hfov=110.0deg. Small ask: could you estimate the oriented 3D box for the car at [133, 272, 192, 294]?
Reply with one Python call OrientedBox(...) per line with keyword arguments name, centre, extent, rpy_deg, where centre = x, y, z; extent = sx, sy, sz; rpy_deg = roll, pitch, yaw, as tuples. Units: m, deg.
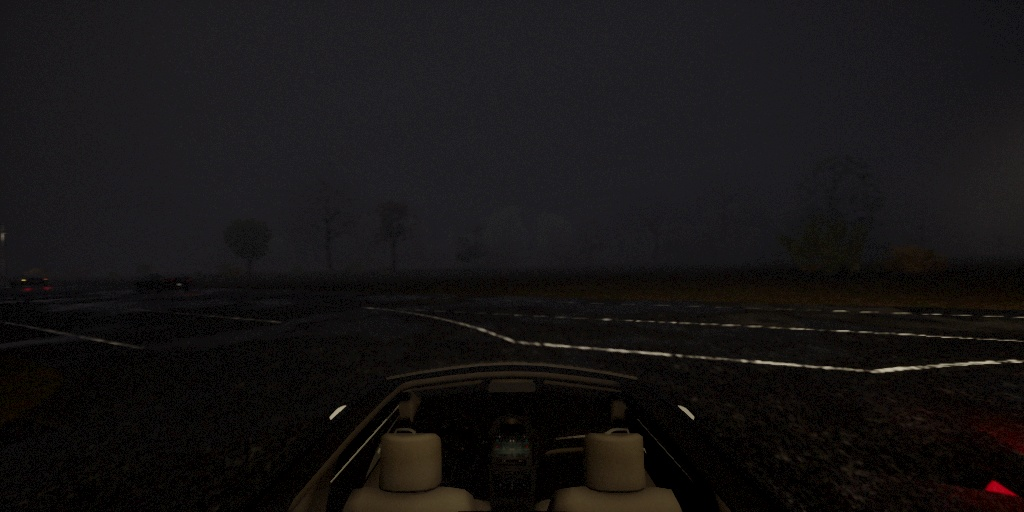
OrientedBox(name="car", centre=(-25.916, 1.935, 26.562), extent=(5.008, 1.535, 1.882), rpy_deg=(-2, 0, 25))
